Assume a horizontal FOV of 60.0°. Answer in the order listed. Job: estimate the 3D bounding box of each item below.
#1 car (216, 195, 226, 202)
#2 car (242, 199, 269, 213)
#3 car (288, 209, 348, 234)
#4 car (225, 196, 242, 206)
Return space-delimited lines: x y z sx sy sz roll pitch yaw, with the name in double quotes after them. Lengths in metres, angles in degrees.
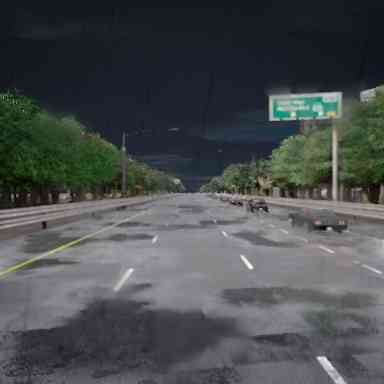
7.093 1.497 73.716 2.128 1.511 4.902 0 0 0 "car"
7.037 1.493 36.311 1.837 1.490 4.892 0 0 0 "car"
7.011 1.597 19.169 1.895 1.301 4.718 0 0 0 "car"
7.065 1.579 54.757 1.895 1.301 4.718 0 0 0 "car"
